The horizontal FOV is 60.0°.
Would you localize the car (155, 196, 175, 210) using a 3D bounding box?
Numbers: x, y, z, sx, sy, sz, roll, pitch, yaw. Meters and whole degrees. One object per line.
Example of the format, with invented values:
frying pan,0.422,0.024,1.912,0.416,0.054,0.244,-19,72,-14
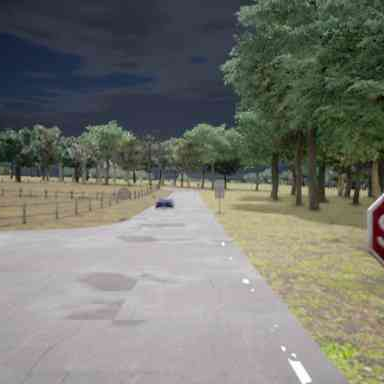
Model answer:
car,-2.859,1.148,35.756,1.895,1.301,4.718,0,1,0
